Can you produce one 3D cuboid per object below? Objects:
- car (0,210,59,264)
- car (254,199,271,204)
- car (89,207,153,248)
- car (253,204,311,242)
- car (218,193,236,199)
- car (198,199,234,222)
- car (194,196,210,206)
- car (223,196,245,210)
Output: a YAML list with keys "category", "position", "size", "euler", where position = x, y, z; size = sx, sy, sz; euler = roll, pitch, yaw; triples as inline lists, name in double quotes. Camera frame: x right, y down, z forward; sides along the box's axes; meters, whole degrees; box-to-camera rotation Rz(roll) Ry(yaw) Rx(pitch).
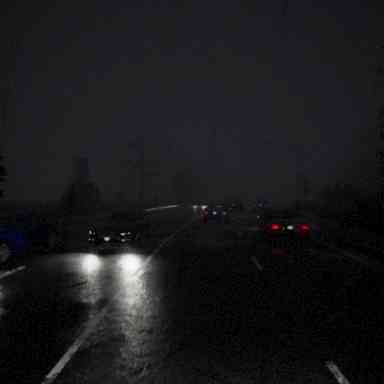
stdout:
- category: "car"
  position: [-6.654, 1.456, 12.015]
  size: [1.882, 1.535, 5.008]
  euler: [0, 0, 4]
- category: "car"
  position: [8.258, 1.526, 39.300]
  size: [2.033, 1.411, 5.357]
  euler: [0, 0, 15]
- category: "car"
  position: [-2.959, 1.486, 14.719]
  size: [1.837, 1.490, 4.892]
  euler: [0, 0, 5]
- category: "car"
  position: [4.361, 1.538, 16.454]
  size: [2.033, 1.411, 5.357]
  euler: [0, 0, 5]
- category: "car"
  position: [6.012, 1.170, 56.078]
  size: [2.150, 2.045, 5.566]
  euler: [0, 0, 21]
- category: "car"
  position: [1.987, 1.525, 25.884]
  size: [2.033, 1.411, 5.357]
  euler: [0, 0, 9]
- category: "car"
  position: [1.762, 1.444, 54.489]
  size: [1.837, 1.490, 4.892]
  euler: [0, 0, 19]
- category: "car"
  position: [5.566, 1.532, 42.546]
  size: [1.994, 1.385, 4.181]
  euler: [0, 0, 15]
